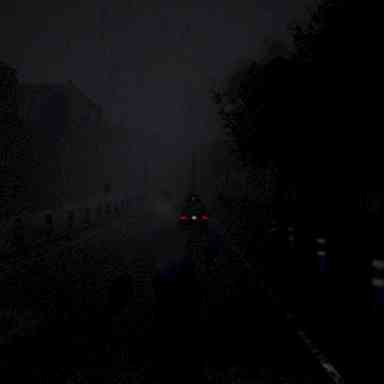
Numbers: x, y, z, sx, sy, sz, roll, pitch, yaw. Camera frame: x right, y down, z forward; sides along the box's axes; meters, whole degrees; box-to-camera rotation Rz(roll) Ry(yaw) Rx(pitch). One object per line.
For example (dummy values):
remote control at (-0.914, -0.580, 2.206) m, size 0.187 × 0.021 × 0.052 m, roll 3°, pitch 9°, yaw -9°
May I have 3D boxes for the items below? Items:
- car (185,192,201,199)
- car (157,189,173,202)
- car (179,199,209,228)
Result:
car at (0.149, 0.633, 41.764) m, size 1.994 × 1.385 × 4.181 m, roll 0°, pitch 4°, yaw 0°
car at (-3.534, 0.407, 44.137) m, size 2.128 × 1.511 × 4.902 m, roll 0°, pitch 4°, yaw 0°
car at (0.120, 1.454, 21.328) m, size 2.033 × 1.411 × 5.357 m, roll 0°, pitch 1°, yaw 0°
